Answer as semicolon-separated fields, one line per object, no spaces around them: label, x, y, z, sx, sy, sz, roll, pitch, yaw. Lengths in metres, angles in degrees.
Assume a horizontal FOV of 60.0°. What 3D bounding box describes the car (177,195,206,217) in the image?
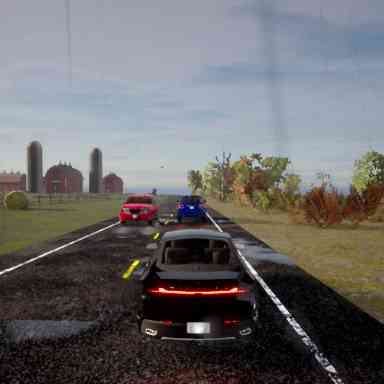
car;-0.033;1.220;26.430;2.150;2.045;5.566;0;0;-1

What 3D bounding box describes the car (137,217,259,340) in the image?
car;0.083;1.504;6.710;1.837;1.490;4.892;0;0;0

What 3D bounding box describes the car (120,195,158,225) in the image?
car;-3.711;1.220;24.184;2.150;2.045;5.566;0;0;0
